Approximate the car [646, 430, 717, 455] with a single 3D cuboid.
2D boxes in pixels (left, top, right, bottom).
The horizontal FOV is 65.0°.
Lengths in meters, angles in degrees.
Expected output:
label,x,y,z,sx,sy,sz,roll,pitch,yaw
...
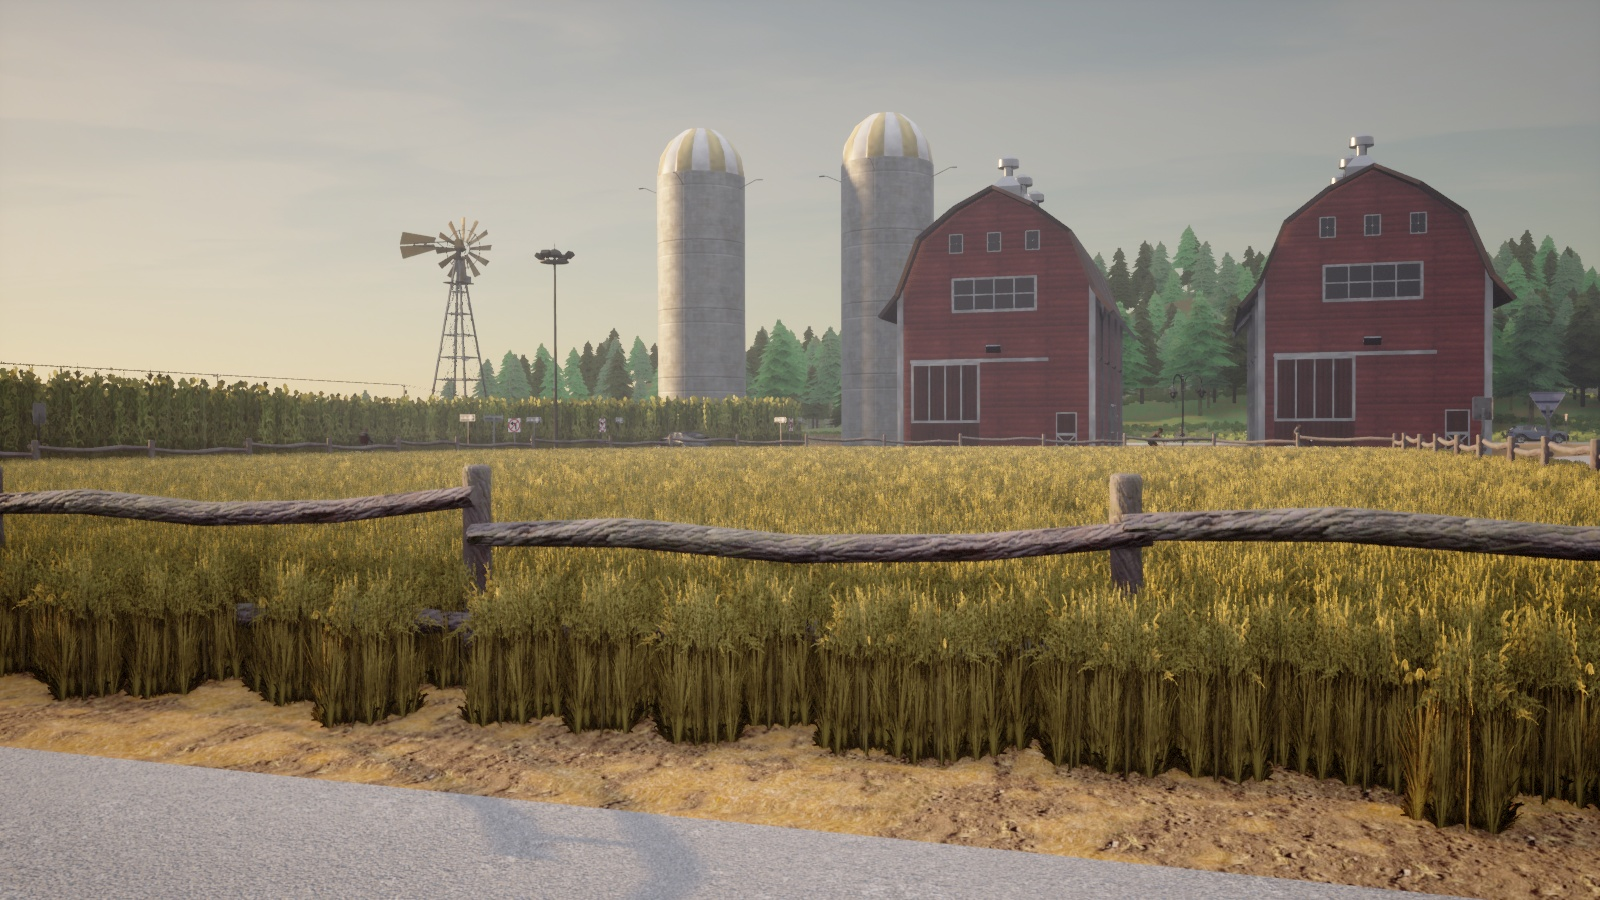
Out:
label,x,y,z,sx,sy,sz,roll,pitch,yaw
car,-7.532,-0.519,79.531,2.128,1.511,4.902,0,1,-40
